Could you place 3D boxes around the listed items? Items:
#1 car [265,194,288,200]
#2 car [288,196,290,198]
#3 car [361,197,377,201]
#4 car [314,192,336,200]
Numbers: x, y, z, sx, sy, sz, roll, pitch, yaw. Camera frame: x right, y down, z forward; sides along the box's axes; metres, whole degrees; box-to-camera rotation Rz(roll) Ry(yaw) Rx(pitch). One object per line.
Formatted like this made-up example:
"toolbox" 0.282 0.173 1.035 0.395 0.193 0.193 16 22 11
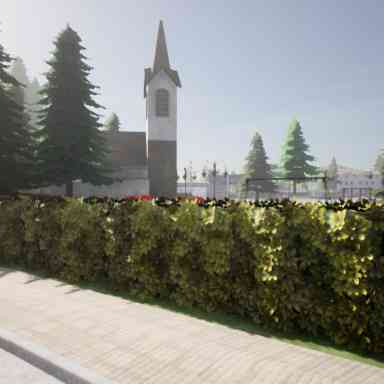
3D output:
"car" 19.241 1.338 77.370 4.514 1.523 2.007 0 0 35
"car" 20.987 1.329 79.977 5.027 1.636 2.152 0 0 35
"car" 36.234 1.384 69.208 3.806 1.475 1.970 0 0 35
"car" 34.048 1.319 85.328 3.633 1.501 1.845 0 0 35
